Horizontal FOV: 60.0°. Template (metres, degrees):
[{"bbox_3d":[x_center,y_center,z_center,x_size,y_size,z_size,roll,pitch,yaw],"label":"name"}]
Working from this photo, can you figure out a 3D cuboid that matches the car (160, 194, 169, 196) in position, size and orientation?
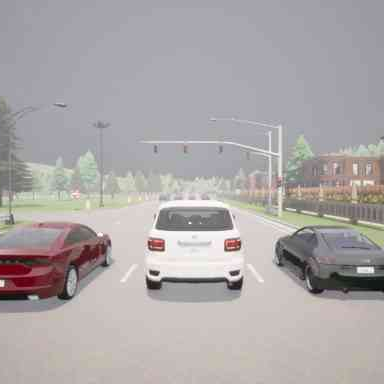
[{"bbox_3d":[-6.984,1.347,82.063,2.097,1.767,4.553,0,0,0],"label":"car"}]

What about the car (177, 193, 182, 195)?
[{"bbox_3d":[-3.484,1.516,82.092,1.812,1.442,4.674,0,0,0],"label":"car"}]

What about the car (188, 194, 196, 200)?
[{"bbox_3d":[0.018,1.372,92.095,2.033,1.411,5.357,0,0,0],"label":"car"}]

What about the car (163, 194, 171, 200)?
[{"bbox_3d":[-6.982,1.332,92.096,1.837,1.490,4.892,0,0,0],"label":"car"}]

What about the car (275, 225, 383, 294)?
[{"bbox_3d":[3.566,1.564,8.806,1.994,1.385,4.181,0,0,0],"label":"car"}]

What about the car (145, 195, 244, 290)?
[{"bbox_3d":[0.068,1.221,9.219,2.150,2.045,5.566,0,0,0],"label":"car"}]

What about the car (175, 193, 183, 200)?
[{"bbox_3d":[-3.482,1.187,92.065,2.097,1.767,4.553,0,0,0],"label":"car"}]

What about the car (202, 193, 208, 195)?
[{"bbox_3d":[3.516,1.587,82.121,1.895,1.301,4.718,0,0,0],"label":"car"}]

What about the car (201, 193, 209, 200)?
[{"bbox_3d":[3.518,1.187,92.064,2.097,1.767,4.553,0,0,0],"label":"car"}]

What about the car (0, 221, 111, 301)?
[{"bbox_3d":[-3.438,1.478,8.411,1.882,1.535,5.008,0,0,0],"label":"car"}]
